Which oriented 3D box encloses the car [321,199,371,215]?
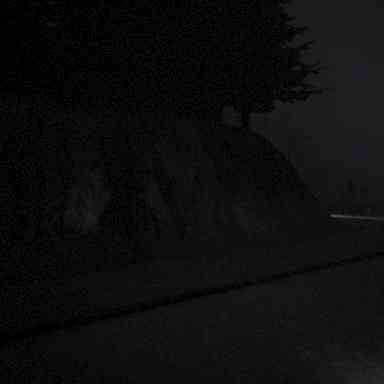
[{"bbox_3d":[15.673,1.494,34.069,1.837,1.490,4.892,0,0,-34],"label":"car"}]
